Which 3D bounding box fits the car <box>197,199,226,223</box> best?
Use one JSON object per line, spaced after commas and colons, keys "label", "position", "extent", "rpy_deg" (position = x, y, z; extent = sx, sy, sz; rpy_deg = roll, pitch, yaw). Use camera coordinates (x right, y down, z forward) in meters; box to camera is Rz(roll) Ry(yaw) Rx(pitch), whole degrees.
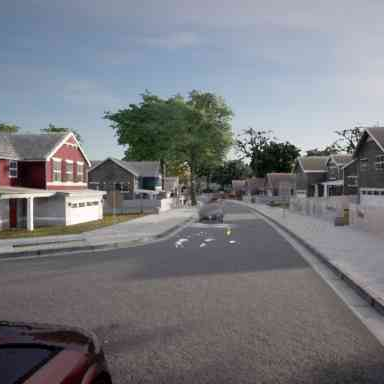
{"label": "car", "position": [1.580, 1.578, 26.236], "extent": [1.837, 1.490, 4.892], "rpy_deg": [0, 0, 6]}

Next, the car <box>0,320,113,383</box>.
{"label": "car", "position": [-1.979, 1.565, 1.515], "extent": [1.994, 1.385, 4.181], "rpy_deg": [0, 0, 10]}

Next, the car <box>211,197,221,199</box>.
{"label": "car", "position": [3.643, 1.565, 50.501], "extent": [1.882, 1.535, 5.008], "rpy_deg": [0, 0, 3]}
